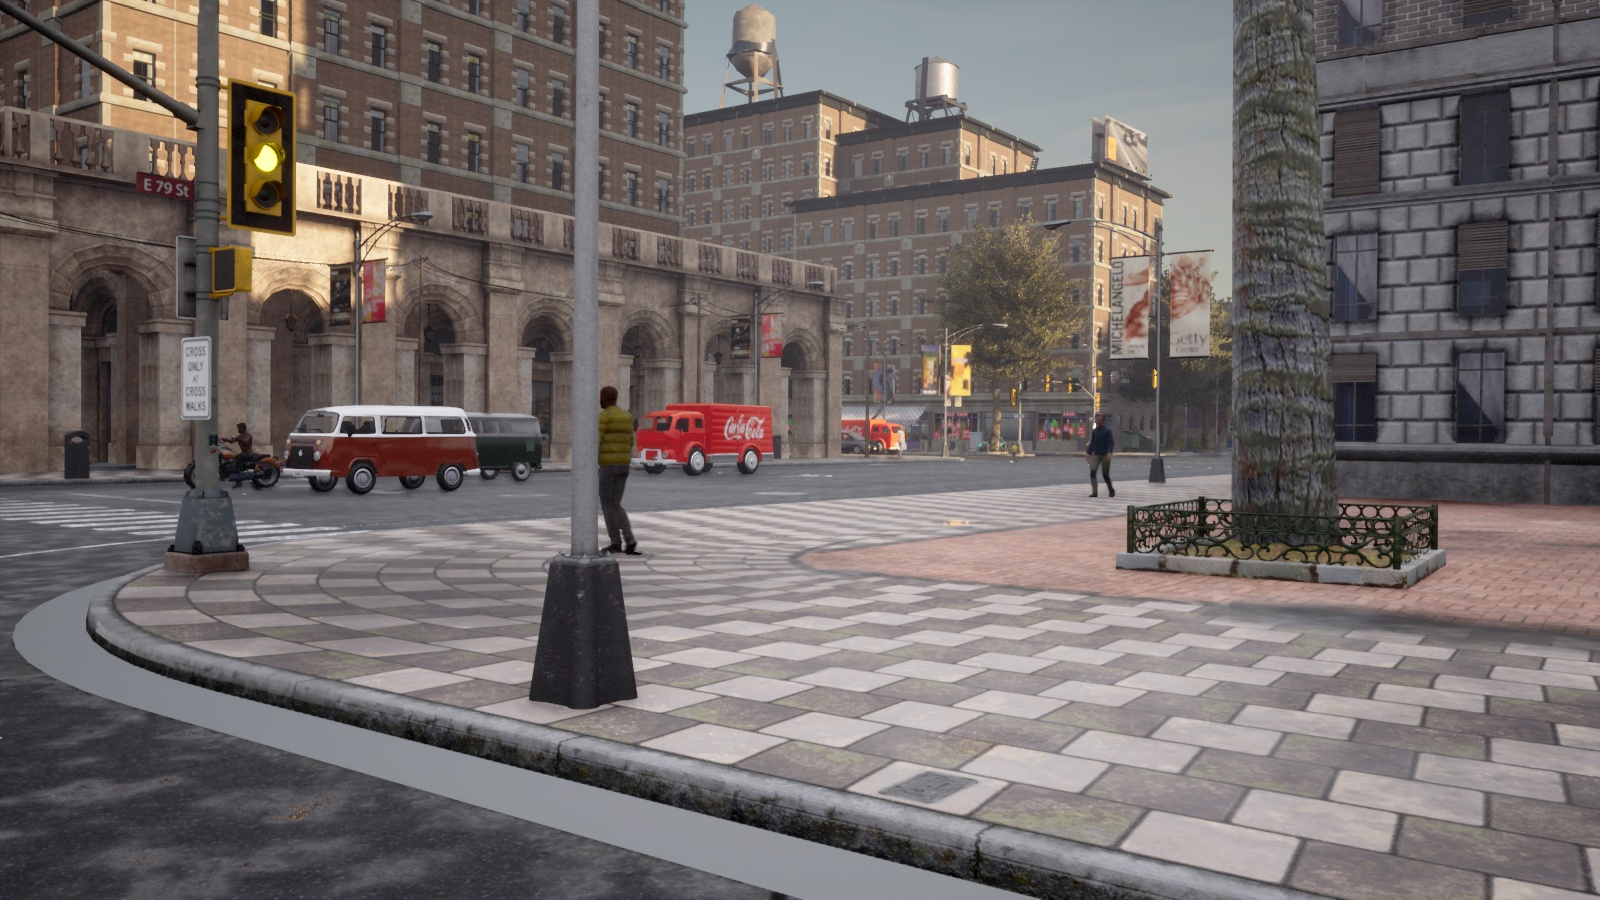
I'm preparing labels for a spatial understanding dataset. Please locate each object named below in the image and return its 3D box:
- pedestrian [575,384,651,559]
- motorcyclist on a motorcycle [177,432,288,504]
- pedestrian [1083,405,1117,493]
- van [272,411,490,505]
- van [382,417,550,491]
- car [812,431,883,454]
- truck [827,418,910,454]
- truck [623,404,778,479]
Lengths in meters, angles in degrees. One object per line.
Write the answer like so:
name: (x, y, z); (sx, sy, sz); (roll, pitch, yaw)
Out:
pedestrian: (-2.012, 0.222, 13.498); (0.726, 1.835, 0.370); (0, 1, 36)
motorcyclist on a motorcycle: (-13.624, 0.392, 30.220); (0.766, 1.649, 2.350); (0, 1, 37)
pedestrian: (6.360, -0.033, 26.604); (0.402, 1.842, 0.726); (0, 1, 42)
van: (-9.788, 0.138, 29.663); (2.069, 2.038, 4.480); (0, 1, 37)
van: (-9.462, 0.080, 35.893); (1.775, 1.987, 4.442); (0, 1, 38)
car: (3.231, -0.518, 85.469); (4.514, 1.525, 2.007); (0, 1, 37)
truck: (4.817, -1.009, 88.613); (5.204, 2.467, 2.627); (0, 1, 36)
truck: (-3.416, -0.326, 44.056); (2.627, 2.467, 5.204); (0, 1, 37)
